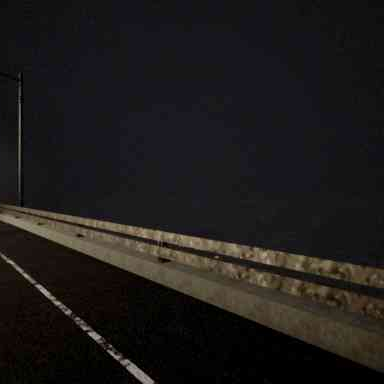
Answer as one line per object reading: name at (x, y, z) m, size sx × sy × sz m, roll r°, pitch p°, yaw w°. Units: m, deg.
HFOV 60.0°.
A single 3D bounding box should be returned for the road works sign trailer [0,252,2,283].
road works sign trailer at (-6.450, 0.462, 8.638) m, size 2.380 × 3.560 × 2.880 m, roll 0°, pitch 0°, yaw -38°
